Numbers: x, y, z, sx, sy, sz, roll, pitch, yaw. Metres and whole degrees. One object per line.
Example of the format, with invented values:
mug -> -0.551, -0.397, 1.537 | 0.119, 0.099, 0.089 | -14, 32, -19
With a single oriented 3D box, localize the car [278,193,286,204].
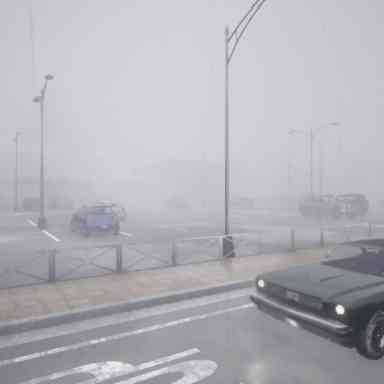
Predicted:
car -> 16.149, 1.092, 60.155 | 1.905, 1.878, 3.866 | 0, 0, -32

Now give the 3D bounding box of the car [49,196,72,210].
car -> -16.113, 1.346, 40.870 | 2.152, 1.636, 5.027 | 0, 0, -32

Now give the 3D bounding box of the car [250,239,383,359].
car -> 3.349, 1.601, 6.026 | 4.718, 1.301, 1.895 | 0, 0, -32

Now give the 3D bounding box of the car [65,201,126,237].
car -> -5.056, 1.389, 17.037 | 1.845, 1.501, 3.633 | 0, 0, -32

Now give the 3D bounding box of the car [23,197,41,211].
car -> -18.754, 1.355, 39.176 | 2.007, 1.523, 4.514 | 0, 0, -32

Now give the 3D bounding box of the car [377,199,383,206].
car -> 28.658, 1.313, 46.869 | 2.007, 1.523, 4.514 | 0, 0, -32

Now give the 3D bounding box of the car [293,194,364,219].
car -> 10.823, 1.113, 26.692 | 1.932, 1.855, 4.605 | 0, 0, -32

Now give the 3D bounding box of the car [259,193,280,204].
car -> 12.999, 1.376, 58.927 | 1.970, 1.475, 3.806 | 0, 0, -32

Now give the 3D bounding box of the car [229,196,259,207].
car -> 6.520, 1.313, 45.790 | 2.007, 1.523, 4.514 | 0, 0, -32

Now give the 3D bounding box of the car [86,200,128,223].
car -> -6.423, 1.400, 24.916 | 1.970, 1.475, 3.806 | 0, 0, -32

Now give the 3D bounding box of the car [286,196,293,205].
car -> 17.490, 1.113, 51.735 | 1.932, 1.855, 4.605 | 0, 0, -32

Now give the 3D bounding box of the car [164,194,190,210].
car -> -2.002, 1.335, 40.572 | 1.845, 1.501, 3.633 | 0, 0, -32

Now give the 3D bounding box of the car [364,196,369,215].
car -> 13.078, 1.092, 28.570 | 1.905, 1.878, 3.866 | 0, 0, -32
